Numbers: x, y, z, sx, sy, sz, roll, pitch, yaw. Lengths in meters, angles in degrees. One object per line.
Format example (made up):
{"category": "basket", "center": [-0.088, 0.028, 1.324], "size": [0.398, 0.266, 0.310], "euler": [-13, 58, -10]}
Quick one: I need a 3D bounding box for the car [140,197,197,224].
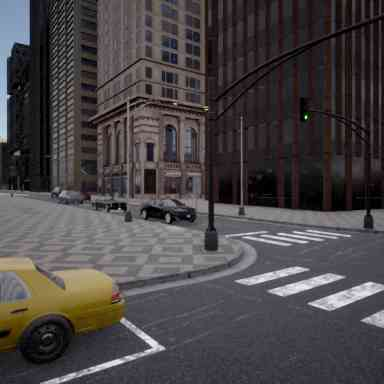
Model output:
{"category": "car", "center": [-1.661, 1.128, 21.996], "size": [1.882, 1.535, 5.008], "euler": [0, 1, -36]}

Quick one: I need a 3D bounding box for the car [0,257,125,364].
{"category": "car", "center": [-3.317, 1.525, 4.283], "size": [4.829, 1.417, 1.752], "euler": [0, 0, -35]}

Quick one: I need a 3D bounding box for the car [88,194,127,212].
{"category": "car", "center": [-7.451, 1.059, 30.084], "size": [1.895, 1.301, 4.718], "euler": [0, 1, -36]}

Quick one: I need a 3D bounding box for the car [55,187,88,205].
{"category": "car", "center": [-14.590, 0.581, 40.084], "size": [2.097, 1.767, 4.553], "euler": [0, 1, -35]}

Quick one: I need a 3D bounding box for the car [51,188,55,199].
{"category": "car", "center": [-21.984, 0.133, 55.718], "size": [2.150, 2.045, 5.566], "euler": [0, 1, -36]}
